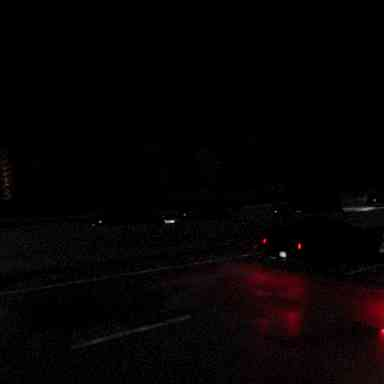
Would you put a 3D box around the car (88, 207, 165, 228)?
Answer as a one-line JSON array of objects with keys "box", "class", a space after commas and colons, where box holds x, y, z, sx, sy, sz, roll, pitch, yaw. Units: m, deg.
[{"box": [-3.596, 1.546, 18.624, 4.181, 1.385, 1.994, 0, 0, -35], "class": "car"}]

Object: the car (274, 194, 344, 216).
[{"box": [8.032, 1.171, 22.615, 5.566, 2.045, 2.150, 0, 0, -35], "class": "car"}]

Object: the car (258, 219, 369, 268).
[{"box": [4.539, 1.577, 11.286, 4.718, 1.301, 1.895, 0, 0, -36], "class": "car"}]

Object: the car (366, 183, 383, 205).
[{"box": [21.370, 0.297, 36.428, 5.566, 2.045, 2.150, -5, 3, -35], "class": "car"}]

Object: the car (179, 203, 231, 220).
[{"box": [1.071, 1.528, 26.252, 4.181, 1.385, 1.994, 0, 0, -35], "class": "car"}]

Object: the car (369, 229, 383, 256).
[{"box": [6.812, 1.480, 8.608, 4.892, 1.490, 1.837, 0, 0, -36], "class": "car"}]
